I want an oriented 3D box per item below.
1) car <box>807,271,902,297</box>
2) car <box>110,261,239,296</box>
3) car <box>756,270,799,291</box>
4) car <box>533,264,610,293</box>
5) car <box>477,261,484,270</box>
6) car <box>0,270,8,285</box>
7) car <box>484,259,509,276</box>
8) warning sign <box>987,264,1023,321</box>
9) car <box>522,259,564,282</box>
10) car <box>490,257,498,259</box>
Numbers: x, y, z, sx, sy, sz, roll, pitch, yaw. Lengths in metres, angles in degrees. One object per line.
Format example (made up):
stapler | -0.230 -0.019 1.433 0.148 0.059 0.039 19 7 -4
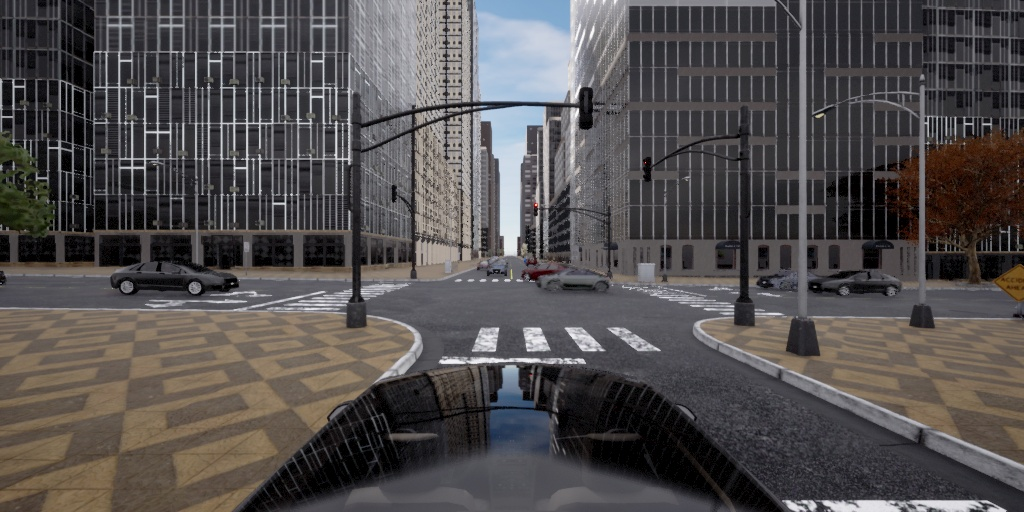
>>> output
car | 20.779 1.653 21.824 4.892 1.490 1.837 1 0 -3
car | -15.514 0.995 16.668 4.892 1.490 1.837 1 0 -3
car | 19.531 1.689 25.020 4.181 1.385 1.994 1 0 -3
car | 3.561 1.373 21.005 4.181 1.385 1.994 1 1 -3
car | -4.053 1.343 51.484 1.802 1.307 4.207 0 0 0
car | -26.144 0.787 16.174 4.902 1.511 2.128 1 0 -3
car | -1.516 1.331 37.060 1.994 1.385 4.181 0 0 0
warning sign | 17.269 1.204 12.200 1.060 1.860 1.300 0 0 -3
car | 3.021 1.249 27.658 5.008 1.535 1.882 0 1 40
car | -1.563 1.267 47.469 1.837 1.490 4.892 0 0 0
